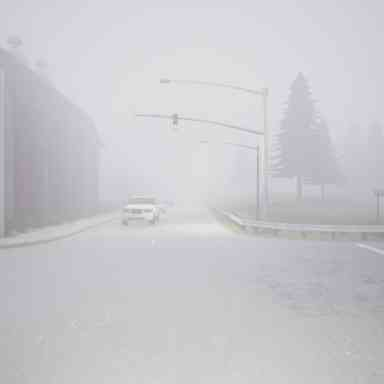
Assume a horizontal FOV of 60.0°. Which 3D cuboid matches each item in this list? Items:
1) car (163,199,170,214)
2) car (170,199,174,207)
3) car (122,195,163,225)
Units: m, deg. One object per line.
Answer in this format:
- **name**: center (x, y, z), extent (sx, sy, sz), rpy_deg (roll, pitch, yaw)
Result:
- **car**: center (-3.730, 1.596, 35.944), extent (1.812, 1.442, 4.674), rpy_deg (0, 0, 0)
- **car**: center (-3.771, 1.700, 51.544), extent (1.895, 1.301, 4.718), rpy_deg (0, 0, 0)
- **car**: center (-3.680, 1.271, 24.721), extent (2.150, 2.045, 5.566), rpy_deg (0, 0, 0)
